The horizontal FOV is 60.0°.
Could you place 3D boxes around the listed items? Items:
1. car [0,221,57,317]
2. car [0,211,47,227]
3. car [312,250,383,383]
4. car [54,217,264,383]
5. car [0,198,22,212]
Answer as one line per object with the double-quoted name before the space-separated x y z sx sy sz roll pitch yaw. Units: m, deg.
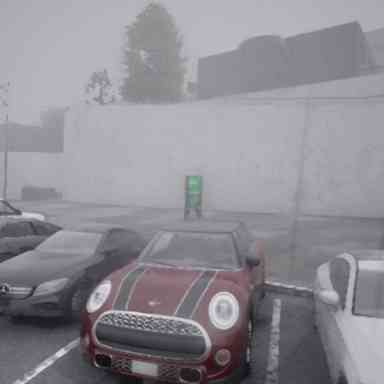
"car" -2.355 1.486 7.482 2.002 1.452 4.674 1 0 16
"car" -4.804 1.443 9.257 2.163 1.488 4.792 1 0 15
"car" 2.530 1.526 3.998 2.002 1.452 4.674 1 0 16
"car" 0.097 1.340 5.769 2.185 1.767 4.553 1 0 16
"car" -7.241 1.130 10.999 2.435 2.045 5.566 1 0 15
